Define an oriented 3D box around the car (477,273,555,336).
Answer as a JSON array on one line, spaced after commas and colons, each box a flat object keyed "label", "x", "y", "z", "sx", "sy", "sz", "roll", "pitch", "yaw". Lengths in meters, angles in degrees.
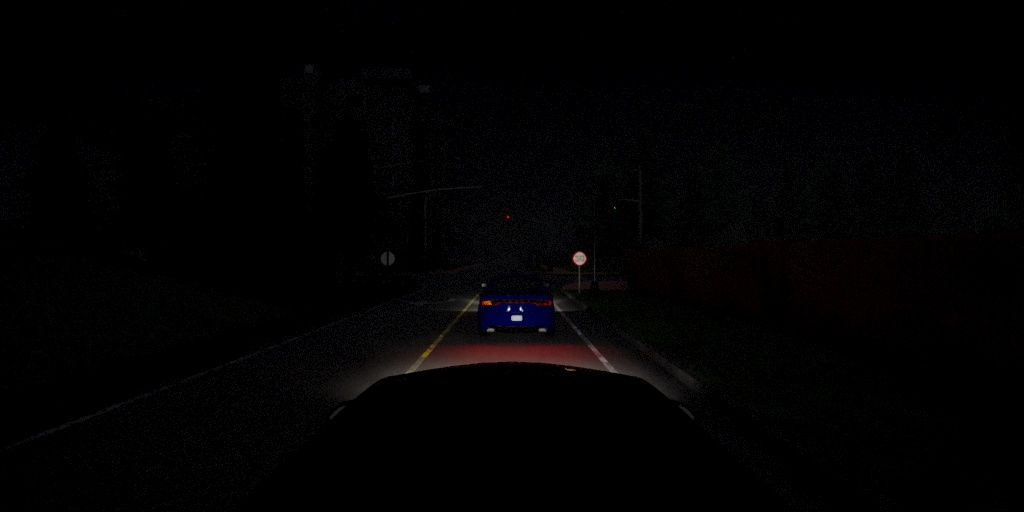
[{"label": "car", "x": 0.098, "y": 1.226, "z": 10.415, "sx": 1.882, "sy": 1.535, "sz": 5.008, "roll": 0, "pitch": 0, "yaw": 0}]
